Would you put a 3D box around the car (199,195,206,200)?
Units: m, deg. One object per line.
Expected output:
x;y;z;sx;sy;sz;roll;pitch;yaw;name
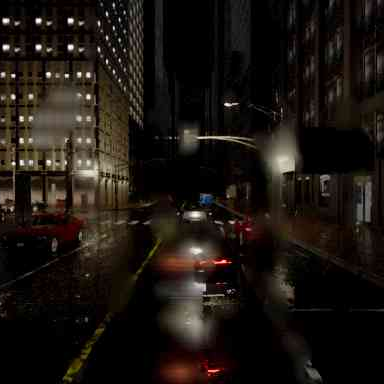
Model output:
2.818;1.550;92.644;1.802;1.307;4.206;0;0;0;car

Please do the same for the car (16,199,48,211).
-18.469;1.499;37.246;4.403;1.369;2.008;0;0;1;car

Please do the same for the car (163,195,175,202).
-5.587;1.524;75.566;1.887;1.381;4.507;0;0;0;car

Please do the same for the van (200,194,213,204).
2.768;1.329;58.464;1.690;1.788;3.998;0;0;0;van

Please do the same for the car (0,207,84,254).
-5.806;1.543;13.507;1.887;1.381;4.507;0;0;0;car

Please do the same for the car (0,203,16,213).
-18.568;1.308;28.864;5.009;1.841;2.192;0;0;1;car

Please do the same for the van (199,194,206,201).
2.809;1.313;86.947;1.690;1.788;3.998;0;0;0;van

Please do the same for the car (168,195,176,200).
-5.563;1.534;92.657;1.947;1.339;4.313;0;0;0;car

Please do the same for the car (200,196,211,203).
2.785;1.534;69.857;2.008;1.369;4.403;0;0;0;car

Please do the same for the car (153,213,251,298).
0.111;1.504;8.518;1.837;1.490;4.892;0;0;0;car

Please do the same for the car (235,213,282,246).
2.835;1.580;14.871;1.802;1.307;4.206;0;0;0;car

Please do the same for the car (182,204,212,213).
0.125;1.562;17.394;1.994;1.385;4.181;0;0;0;car
